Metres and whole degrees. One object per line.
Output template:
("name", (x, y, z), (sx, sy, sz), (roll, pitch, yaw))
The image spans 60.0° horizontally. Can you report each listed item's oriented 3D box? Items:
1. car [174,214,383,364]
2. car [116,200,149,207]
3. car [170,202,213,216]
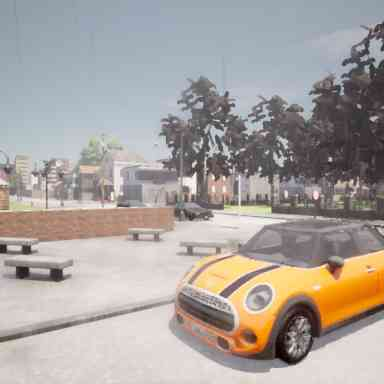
("car", (1.923, 1.352, 5.979), (4.553, 1.767, 2.097), (0, 0, -36))
("car", (-6.526, 1.547, 36.166), (2.033, 1.411, 5.357), (0, 0, -35))
("car", (-0.451, 1.547, 27.588), (2.033, 1.411, 5.357), (0, 0, -35))
